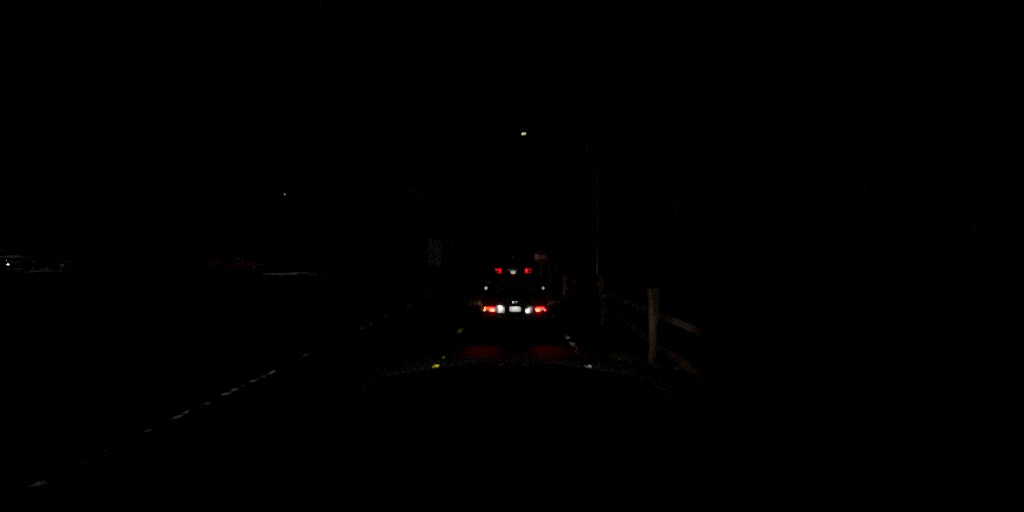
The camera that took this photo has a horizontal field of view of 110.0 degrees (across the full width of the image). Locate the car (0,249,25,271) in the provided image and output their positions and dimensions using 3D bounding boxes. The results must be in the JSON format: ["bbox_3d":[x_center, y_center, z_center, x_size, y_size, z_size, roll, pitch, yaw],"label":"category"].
[{"bbox_3d":[-49.617,0.341,34.556,5.566,2.045,2.150,0,0,1],"label":"car"}]

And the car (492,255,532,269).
[{"bbox_3d":[0.023,0.949,21.339,2.150,2.045,5.566,0,0,-1],"label":"car"}]

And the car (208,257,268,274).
[{"bbox_3d":[-26.099,0.892,34.240,5.008,1.535,1.882,1,0,1],"label":"car"}]

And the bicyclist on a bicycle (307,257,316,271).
[{"bbox_3d":[-22.477,0.887,40.182,0.582,1.620,1.656,1,0,1],"label":"bicyclist on a bicycle"}]

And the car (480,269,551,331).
[{"bbox_3d":[0.079,1.286,10.898,2.033,1.411,5.357,0,0,0],"label":"car"}]

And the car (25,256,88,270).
[{"bbox_3d":[-47.090,0.696,37.351,4.181,1.385,1.994,1,0,1],"label":"car"}]
